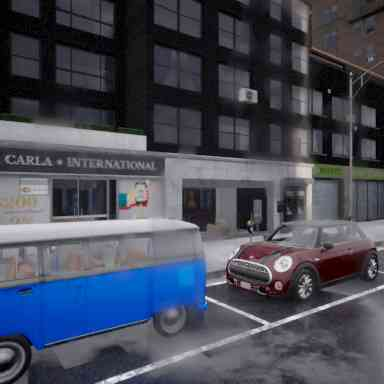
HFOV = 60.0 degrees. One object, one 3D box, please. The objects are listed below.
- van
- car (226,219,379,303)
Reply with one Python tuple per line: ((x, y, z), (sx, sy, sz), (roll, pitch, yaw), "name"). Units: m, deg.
((-1.651, 1.341, 5.011), (3.998, 1.788, 1.690), (0, 0, -36), "van")
((2.751, 1.440, 8.160), (4.097, 1.590, 1.967), (0, 0, -36), "car")
